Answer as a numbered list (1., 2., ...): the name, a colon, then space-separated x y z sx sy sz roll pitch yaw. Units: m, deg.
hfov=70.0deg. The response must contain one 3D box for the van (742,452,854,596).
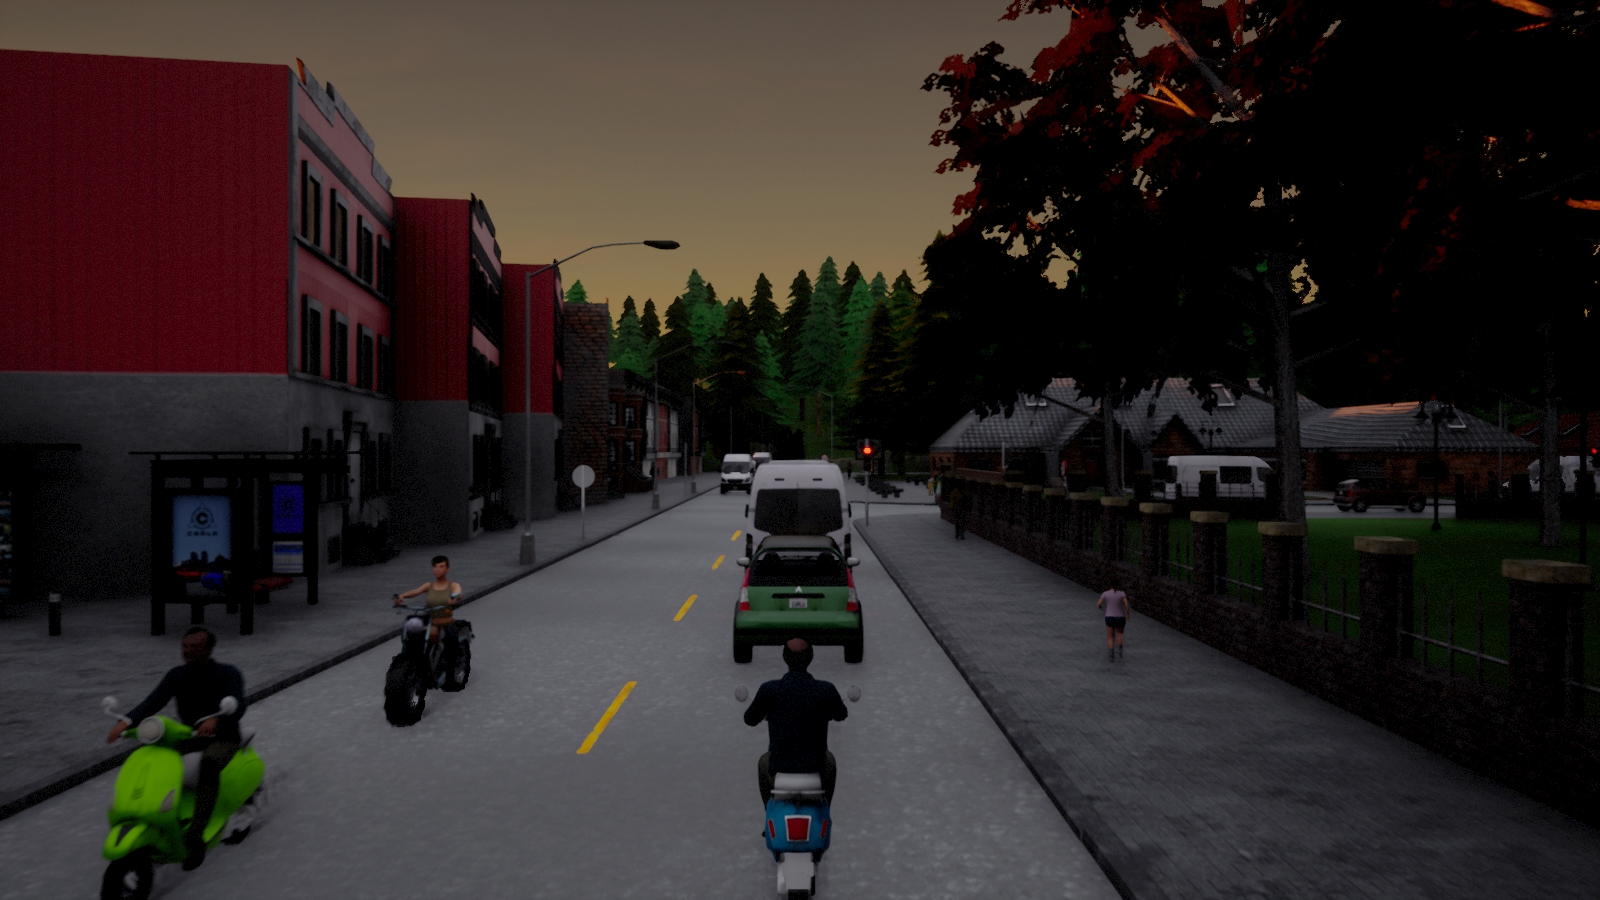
1. van: -0.046 1.315 23.284 1.988 2.561 5.915 0 0 0

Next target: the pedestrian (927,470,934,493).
1. pedestrian: 7.541 1.805 65.958 0.375 1.300 0.375 0 0 2

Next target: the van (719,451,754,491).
1. van: -4.118 1.316 75.007 1.988 2.561 5.915 0 0 0

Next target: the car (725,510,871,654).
1. car: -0.026 1.780 16.499 1.851 1.617 3.988 0 0 0

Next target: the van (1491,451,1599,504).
1. van: 37.202 1.316 55.539 5.915 2.561 1.988 0 0 3

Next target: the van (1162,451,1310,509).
1. van: 19.578 1.316 51.498 5.915 2.561 1.988 0 0 1

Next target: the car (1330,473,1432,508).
1. car: 26.115 1.807 51.437 3.705 1.549 1.789 0 0 0

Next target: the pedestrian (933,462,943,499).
1. pedestrian: 6.938 1.548 57.490 0.375 1.860 0.375 0 0 -44

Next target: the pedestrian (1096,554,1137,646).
1. pedestrian: 4.052 1.905 14.641 0.500 1.100 0.500 0 0 14

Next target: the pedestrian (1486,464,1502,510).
1. pedestrian: 28.424 1.526 46.793 0.375 1.860 0.375 0 0 -10

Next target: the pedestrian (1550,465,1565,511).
1. pedestrian: 30.732 1.526 46.355 0.375 1.860 0.375 0 0 0

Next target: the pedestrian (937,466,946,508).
1. pedestrian: 6.265 1.630 50.507 0.375 1.860 0.375 0 0 13

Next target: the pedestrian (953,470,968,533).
1. pedestrian: 4.747 1.526 33.877 0.375 1.860 0.375 0 0 -2
